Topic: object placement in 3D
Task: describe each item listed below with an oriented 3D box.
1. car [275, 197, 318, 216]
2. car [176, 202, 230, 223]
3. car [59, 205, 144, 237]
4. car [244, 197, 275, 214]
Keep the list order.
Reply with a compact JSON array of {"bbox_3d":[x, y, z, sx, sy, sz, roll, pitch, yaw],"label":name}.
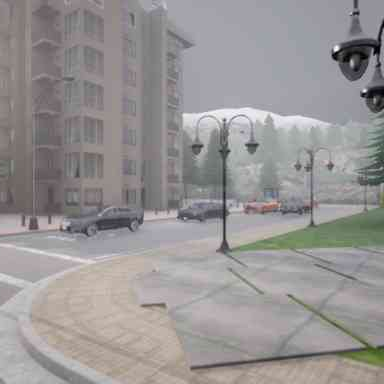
[{"bbox_3d":[10.376,1.529,32.632,2.033,1.411,5.357,0,0,36],"label":"car"},{"bbox_3d":[1.047,1.528,26.121,2.033,1.411,5.357,0,0,35],"label":"car"},{"bbox_3d":[-4.761,1.472,18.151,2.128,1.511,4.902,0,0,36],"label":"car"},{"bbox_3d":[7.166,1.333,34.464,2.097,1.767,4.553,0,0,37],"label":"car"}]
